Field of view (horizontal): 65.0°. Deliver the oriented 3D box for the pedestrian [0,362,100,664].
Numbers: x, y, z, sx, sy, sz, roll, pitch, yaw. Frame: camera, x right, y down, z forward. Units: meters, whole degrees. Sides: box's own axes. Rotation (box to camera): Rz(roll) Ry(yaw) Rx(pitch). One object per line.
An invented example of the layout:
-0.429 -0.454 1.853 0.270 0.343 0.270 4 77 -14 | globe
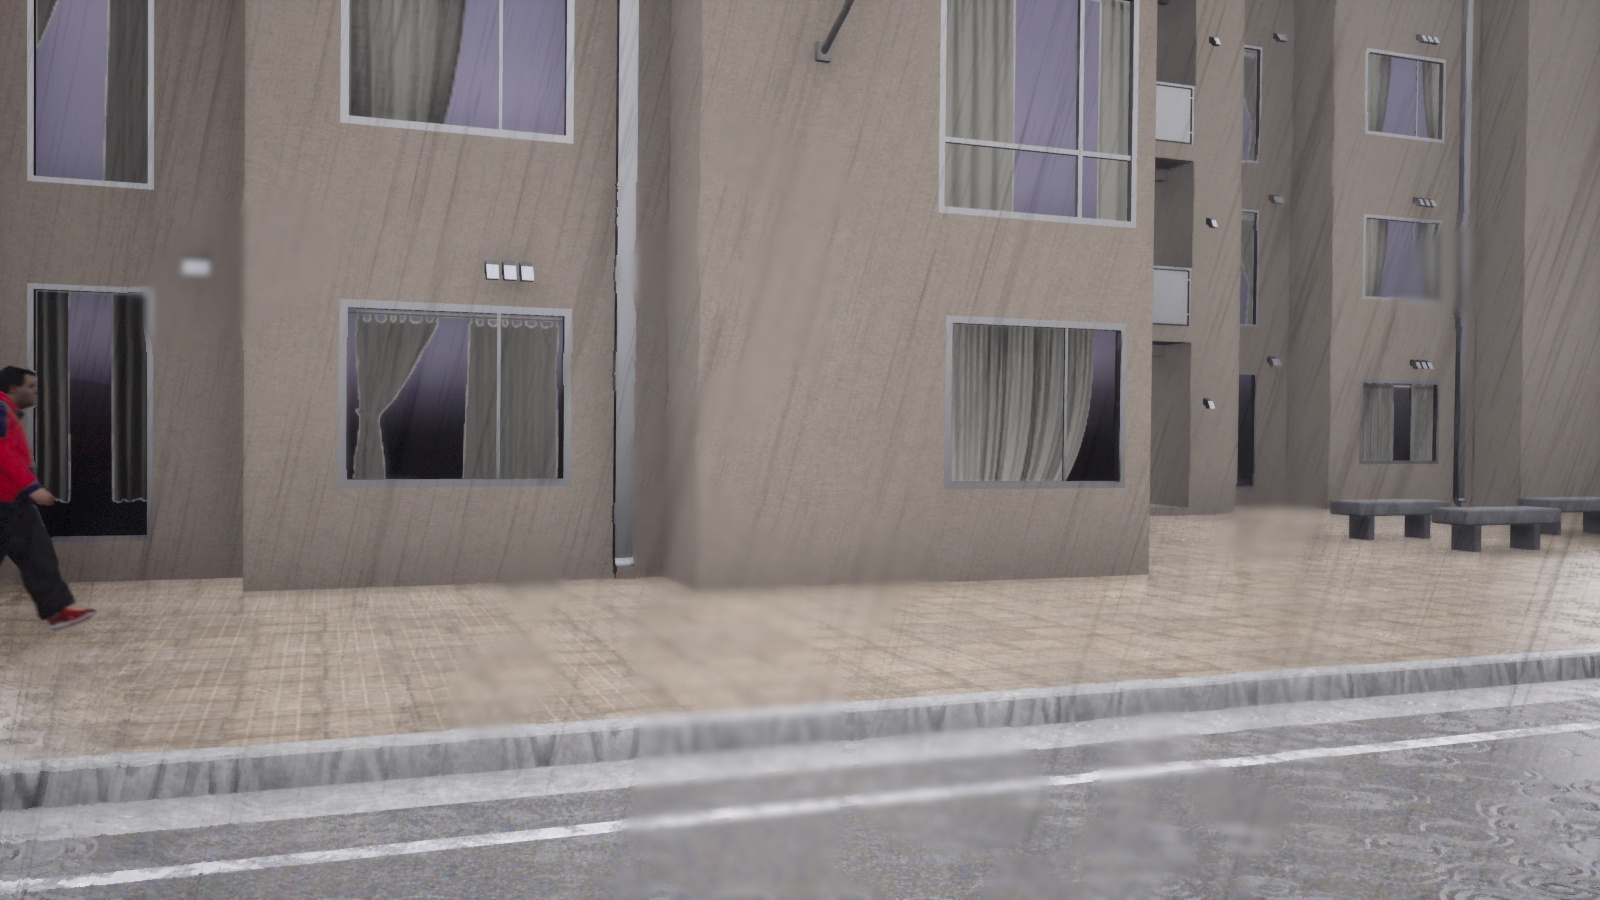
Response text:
-5.009 0.381 7.959 0.899 1.844 0.634 -1 1 -22 | pedestrian
